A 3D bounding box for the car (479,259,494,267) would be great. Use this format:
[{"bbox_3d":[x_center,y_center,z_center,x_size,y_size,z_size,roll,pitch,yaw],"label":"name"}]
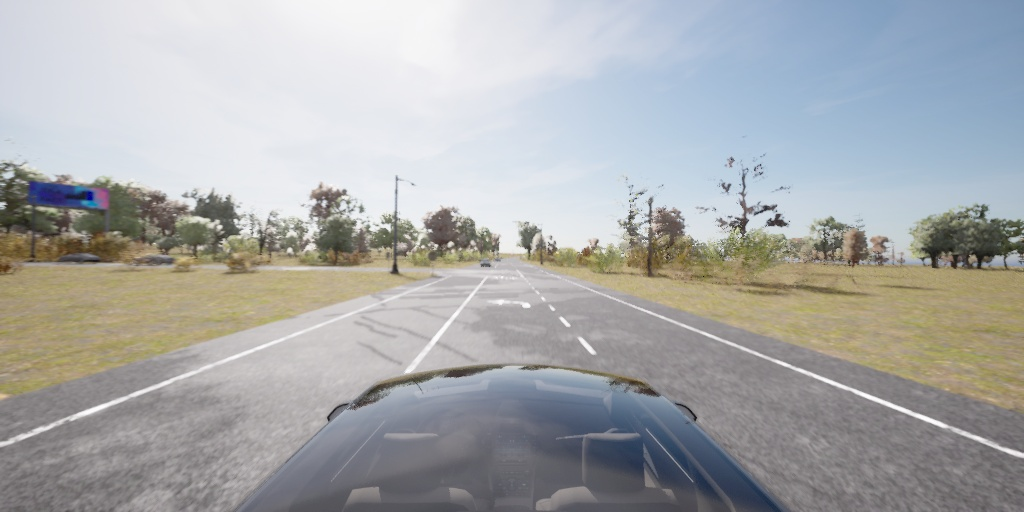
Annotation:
[{"bbox_3d":[-4.714,1.253,63.999,1.837,1.490,4.892,1,1,-1],"label":"car"}]
